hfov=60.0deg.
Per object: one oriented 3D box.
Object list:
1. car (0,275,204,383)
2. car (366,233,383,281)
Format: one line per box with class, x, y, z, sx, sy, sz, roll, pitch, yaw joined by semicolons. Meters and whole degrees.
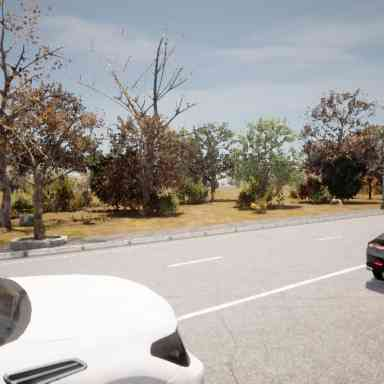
car;-2.551;1.218;1.930;5.566;2.045;2.150;0;0;-36
car;6.178;1.350;8.150;4.902;1.511;2.128;-1;1;-35
